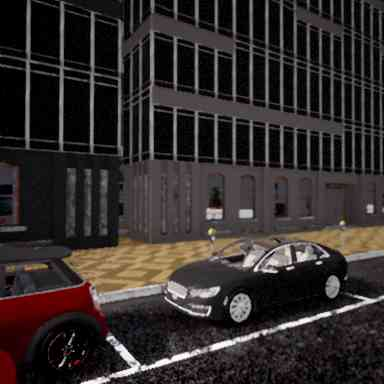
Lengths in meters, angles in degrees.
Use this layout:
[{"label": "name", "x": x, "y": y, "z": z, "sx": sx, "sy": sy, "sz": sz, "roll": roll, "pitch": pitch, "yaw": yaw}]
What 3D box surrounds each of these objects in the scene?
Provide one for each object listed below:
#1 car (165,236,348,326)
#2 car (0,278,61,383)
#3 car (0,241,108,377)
[{"label": "car", "x": 1.540, "y": 1.675, "z": 7.175, "sx": 4.403, "sy": 1.369, "sz": 2.008, "roll": 1, "pitch": -1, "yaw": -32}, {"label": "car", "x": -3.130, "y": 1.538, "z": 1.171, "sx": 4.674, "sy": 1.442, "sz": 1.812, "roll": 1, "pitch": -1, "yaw": -32}, {"label": "car", "x": -3.275, "y": 1.501, "z": 4.143, "sx": 4.097, "sy": 1.590, "sz": 1.967, "roll": 1, "pitch": -1, "yaw": -32}]
